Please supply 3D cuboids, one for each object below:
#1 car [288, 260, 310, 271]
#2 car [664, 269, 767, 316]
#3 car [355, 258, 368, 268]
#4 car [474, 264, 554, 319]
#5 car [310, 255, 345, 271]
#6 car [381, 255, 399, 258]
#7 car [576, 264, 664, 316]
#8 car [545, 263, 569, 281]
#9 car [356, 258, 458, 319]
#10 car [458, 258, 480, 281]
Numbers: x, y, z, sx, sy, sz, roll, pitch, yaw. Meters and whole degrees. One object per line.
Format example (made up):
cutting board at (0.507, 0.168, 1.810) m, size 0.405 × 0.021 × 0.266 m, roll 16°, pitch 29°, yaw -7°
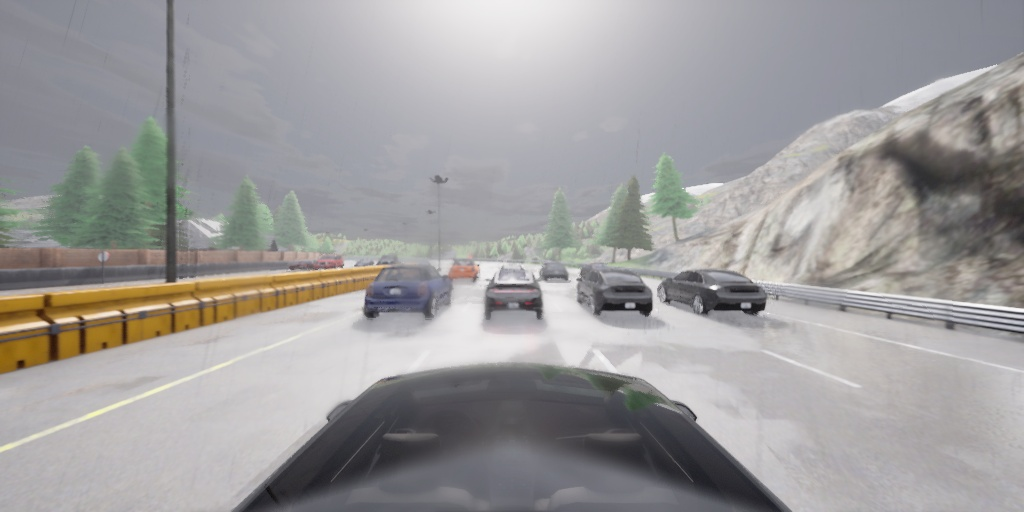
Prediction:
car at (-26.548, 1.209, 45.646) m, size 1.895 × 1.301 × 4.718 m, roll 0°, pitch 0°, yaw -9°
car at (7.076, 1.220, 13.233) m, size 1.837 × 1.490 × 4.892 m, roll 0°, pitch 1°, yaw 0°
car at (-20.043, 1.090, 49.078) m, size 2.128 × 1.511 × 4.902 m, roll 0°, pitch 0°, yaw -10°
car at (0.072, 1.205, 12.576) m, size 2.128 × 1.511 × 4.902 m, roll 0°, pitch 0°, yaw 0°
car at (-22.958, 0.831, 45.369) m, size 2.150 × 2.045 × 5.566 m, roll 0°, pitch 0°, yaw -9°
car at (-16.192, 0.824, 47.367) m, size 2.150 × 2.045 × 5.566 m, roll 0°, pitch 0°, yaw -9°
car at (3.576, 1.220, 13.211) m, size 1.837 × 1.490 × 4.892 m, roll 0°, pitch 1°, yaw 0°
car at (3.343, 1.227, 29.163) m, size 1.994 × 1.385 × 4.181 m, roll 0°, pitch 0°, yaw -2°
car at (-3.427, 1.066, 12.743) m, size 2.097 × 1.767 × 4.553 m, roll 0°, pitch 0°, yaw 0°
car at (-3.621, 1.017, 27.830) m, size 2.097 × 1.767 × 4.553 m, roll 0°, pitch 0°, yaw -2°
